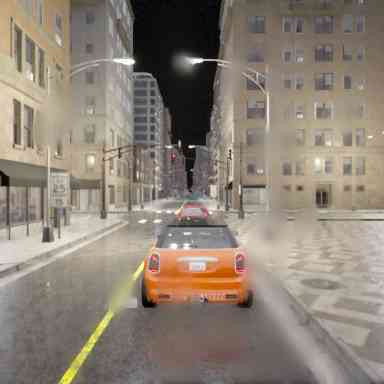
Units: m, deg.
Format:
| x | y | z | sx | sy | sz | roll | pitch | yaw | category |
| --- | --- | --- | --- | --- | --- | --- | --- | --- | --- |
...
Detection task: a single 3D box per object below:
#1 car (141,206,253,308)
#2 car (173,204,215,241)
| x | y | z | sx | sy | sz | roll | pitch | yaw | category |
| --- | --- | --- | --- | --- | --- | --- | --- | --- | --- |
| 0.094 | 1.352 | 8.091 | 2.097 | 1.767 | 4.553 | 0 | 0 | 0 | car |
| 0.094 | 1.476 | 17.691 | 1.882 | 1.535 | 5.008 | 0 | 0 | 0 | car |
